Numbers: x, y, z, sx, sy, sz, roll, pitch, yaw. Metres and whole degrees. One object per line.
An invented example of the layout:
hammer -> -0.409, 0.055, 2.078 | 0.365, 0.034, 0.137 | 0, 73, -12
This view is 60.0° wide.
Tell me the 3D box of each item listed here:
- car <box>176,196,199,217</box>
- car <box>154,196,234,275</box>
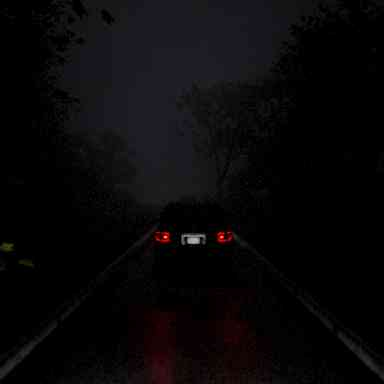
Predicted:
car -> -0.582, 1.477, 35.700 | 2.150, 2.045, 5.566 | 0, -1, -3
car -> 0.047, 1.302, 10.896 | 2.150, 2.045, 5.566 | 0, 0, 0
